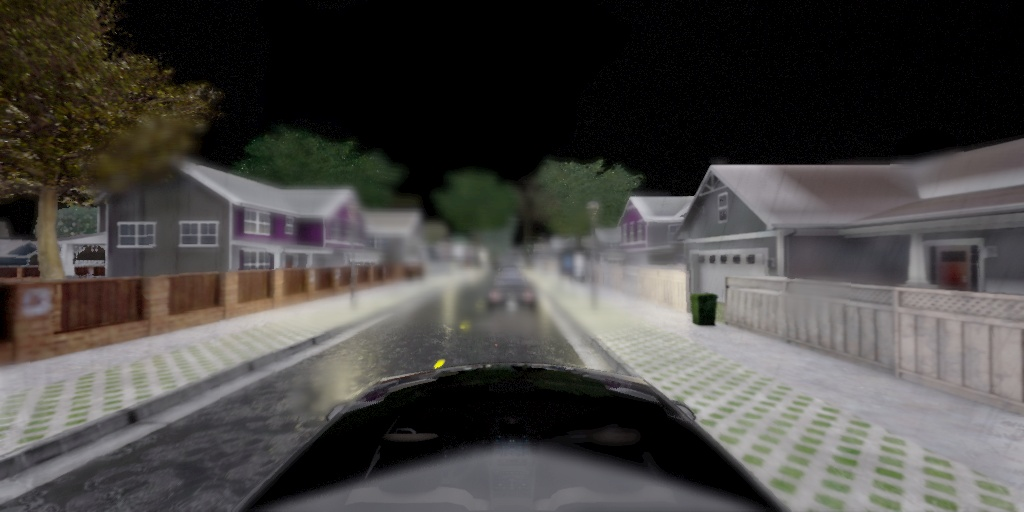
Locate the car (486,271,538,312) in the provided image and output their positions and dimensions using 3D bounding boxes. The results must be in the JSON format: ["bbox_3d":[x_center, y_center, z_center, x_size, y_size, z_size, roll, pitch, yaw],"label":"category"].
[{"bbox_3d":[0.017,1.489,15.090,1.895,1.301,4.718,0,-1,0],"label":"car"}]

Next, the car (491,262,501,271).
[{"bbox_3d":[-2.764,1.907,65.212,1.837,1.490,4.892,0,-1,1],"label":"car"}]

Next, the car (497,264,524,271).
[{"bbox_3d":[0.024,1.610,30.332,1.994,1.385,4.181,0,-1,0],"label":"car"}]
